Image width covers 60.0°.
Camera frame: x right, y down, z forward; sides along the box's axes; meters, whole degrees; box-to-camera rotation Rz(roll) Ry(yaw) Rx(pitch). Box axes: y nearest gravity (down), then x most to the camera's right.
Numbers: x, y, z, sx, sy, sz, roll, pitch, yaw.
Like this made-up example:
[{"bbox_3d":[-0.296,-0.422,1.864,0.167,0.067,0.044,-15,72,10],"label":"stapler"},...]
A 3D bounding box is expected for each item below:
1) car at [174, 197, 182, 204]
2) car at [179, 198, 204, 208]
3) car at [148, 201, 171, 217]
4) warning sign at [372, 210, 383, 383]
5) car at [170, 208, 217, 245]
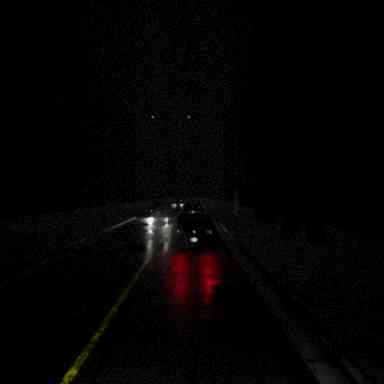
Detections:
[{"bbox_3d":[-2.991,1.803,73.906,1.837,1.490,4.892,0,0,0],"label":"car"},{"bbox_3d":[0.103,1.627,32.717,2.128,1.511,4.902,0,0,0],"label":"car"},{"bbox_3d":[-3.092,1.640,32.646,1.837,1.490,4.892,0,0,0],"label":"car"},{"bbox_3d":[2.712,1.128,3.263,1.300,1.860,1.060,0,-1,0],"label":"warning sign"},{"bbox_3d":[0.100,1.660,15.799,1.895,1.301,4.718,0,0,0],"label":"car"}]
